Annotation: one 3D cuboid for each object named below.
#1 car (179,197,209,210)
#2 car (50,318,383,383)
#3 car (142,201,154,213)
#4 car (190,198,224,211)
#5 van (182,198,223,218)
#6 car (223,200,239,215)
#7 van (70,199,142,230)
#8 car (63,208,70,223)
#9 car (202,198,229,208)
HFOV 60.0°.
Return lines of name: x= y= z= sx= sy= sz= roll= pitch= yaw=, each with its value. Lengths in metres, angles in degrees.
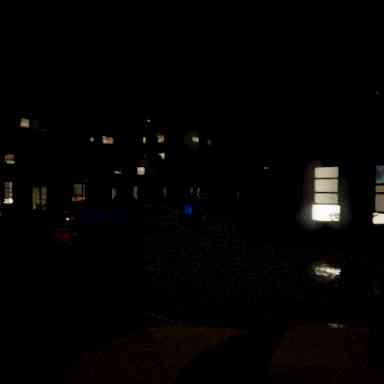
car: x=0.345 y=1.471 z=44.301 sx=1.967 sy=1.590 sz=4.097 roll=0 pitch=0 yaw=35
car: x=0.950 y=1.525 z=2.186 sx=4.829 sy=1.417 sz=1.752 roll=0 pitch=0 yaw=35
car: x=-6.070 y=1.521 z=35.101 sx=1.752 sy=1.417 sz=4.829 roll=0 pitch=0 yaw=35
car: x=1.976 y=1.528 z=42.087 sx=1.882 sy=1.535 sz=5.008 roll=1 pitch=0 yaw=35
van: x=0.892 y=1.412 z=30.433 sx=1.690 sy=1.788 sz=3.998 roll=0 pitch=0 yaw=35
car: x=4.049 y=1.632 z=34.962 sx=1.887 sy=1.381 sz=4.507 roll=0 pitch=0 yaw=35
van: x=-5.424 y=1.381 z=21.374 sx=1.690 sy=1.788 sz=3.998 roll=0 pitch=0 yaw=35
car: x=-6.857 y=1.539 z=24.022 sx=1.837 sy=1.490 sz=4.892 roll=1 pitch=0 yaw=35
car: x=3.502 y=1.594 z=48.830 sx=1.887 sy=1.381 sz=4.507 roll=0 pitch=0 yaw=35
